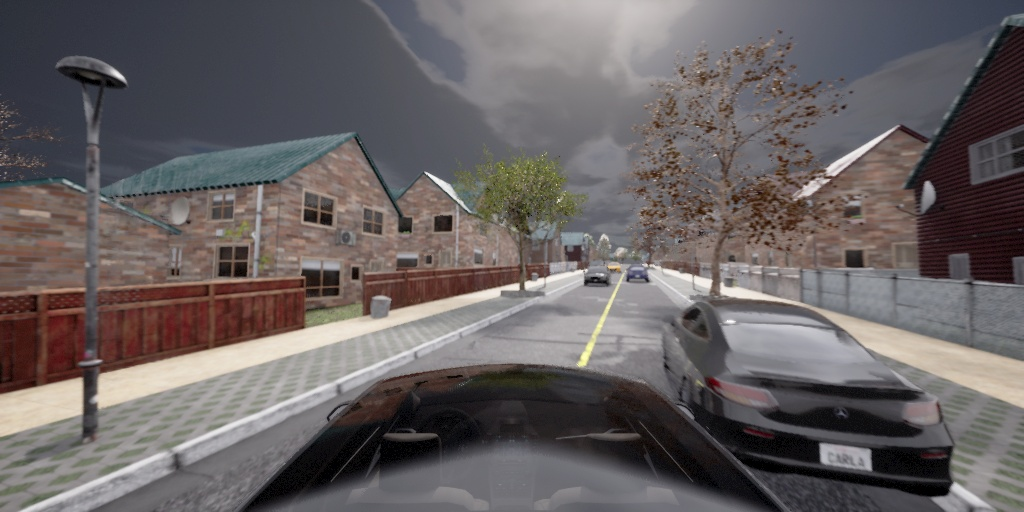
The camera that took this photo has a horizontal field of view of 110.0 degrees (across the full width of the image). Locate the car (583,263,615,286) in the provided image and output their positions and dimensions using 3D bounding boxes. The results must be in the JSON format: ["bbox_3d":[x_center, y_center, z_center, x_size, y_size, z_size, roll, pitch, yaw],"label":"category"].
[{"bbox_3d":[6.661,1.487,27.692,1.837,1.490,4.892,0,-1,18],"label":"car"}]

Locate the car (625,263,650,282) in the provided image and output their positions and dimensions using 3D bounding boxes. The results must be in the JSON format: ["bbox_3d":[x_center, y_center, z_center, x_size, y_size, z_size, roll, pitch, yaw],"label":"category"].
[{"bbox_3d":[11.179,1.531,32.063,1.812,1.442,4.674,0,-1,18],"label":"car"}]

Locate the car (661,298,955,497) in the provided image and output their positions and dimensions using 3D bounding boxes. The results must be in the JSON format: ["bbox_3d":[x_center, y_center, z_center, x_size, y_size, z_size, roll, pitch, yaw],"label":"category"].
[{"bbox_3d":[3.108,1.291,4.761,1.812,1.442,4.674,0,-1,18],"label":"car"}]

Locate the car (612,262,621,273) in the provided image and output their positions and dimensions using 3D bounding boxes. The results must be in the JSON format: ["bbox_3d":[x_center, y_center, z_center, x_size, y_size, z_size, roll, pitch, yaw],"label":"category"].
[{"bbox_3d":[14.736,1.675,51.843,1.882,1.535,5.008,0,-1,18],"label":"car"}]
